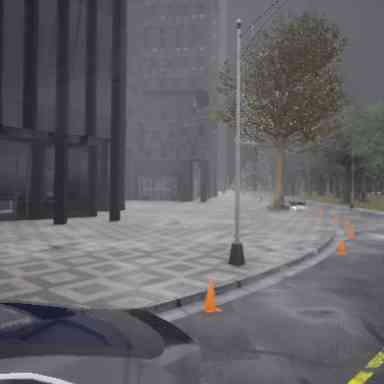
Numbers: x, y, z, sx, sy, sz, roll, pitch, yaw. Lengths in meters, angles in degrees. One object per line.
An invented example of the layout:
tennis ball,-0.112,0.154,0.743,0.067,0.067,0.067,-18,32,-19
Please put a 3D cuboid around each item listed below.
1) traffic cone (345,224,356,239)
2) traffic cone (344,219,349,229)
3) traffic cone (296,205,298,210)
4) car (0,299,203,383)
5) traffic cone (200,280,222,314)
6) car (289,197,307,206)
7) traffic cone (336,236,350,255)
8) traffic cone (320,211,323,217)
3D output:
traffic cone,7.956,2.020,16.549,0.340,0.580,0.340,0,0,26
traffic cone,9.745,2.006,20.848,0.340,0.580,0.340,0,0,19
traffic cone,12.657,1.900,39.957,0.340,0.580,0.340,1,1,6
car,-2.086,1.490,1.542,4.902,1.511,2.128,1,-1,-37
traffic cone,0.371,2.013,6.496,0.340,0.580,0.340,0,0,-26
car,15.852,1.436,49.980,1.994,1.385,4.181,1,1,5
traffic cone,5.640,2.032,12.509,0.340,0.580,0.340,0,0,33
traffic cone,11.651,1.963,30.007,0.340,0.580,0.340,1,0,6
